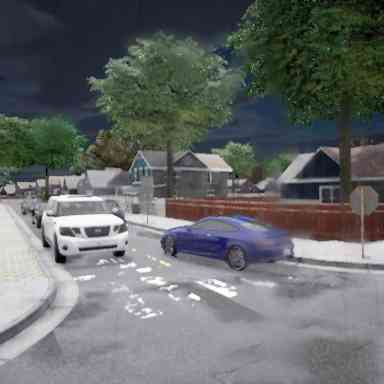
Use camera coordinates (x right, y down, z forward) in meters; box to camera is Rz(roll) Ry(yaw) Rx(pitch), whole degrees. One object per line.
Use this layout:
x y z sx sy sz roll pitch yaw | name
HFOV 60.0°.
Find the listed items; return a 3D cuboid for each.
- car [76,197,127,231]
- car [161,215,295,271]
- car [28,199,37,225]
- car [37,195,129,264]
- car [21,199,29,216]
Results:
-5.787 1.256 20.931 2.097 1.767 4.553 -1 0 -28 | car
0.962 1.449 10.636 1.812 1.442 4.674 -1 1 -44 | car
-9.131 1.401 21.423 1.882 1.535 5.008 -1 0 -30 | car
-4.145 1.163 12.250 2.150 2.045 5.566 -1 0 -30 | car
-15.309 1.412 31.998 2.128 1.511 4.902 -1 0 -30 | car
